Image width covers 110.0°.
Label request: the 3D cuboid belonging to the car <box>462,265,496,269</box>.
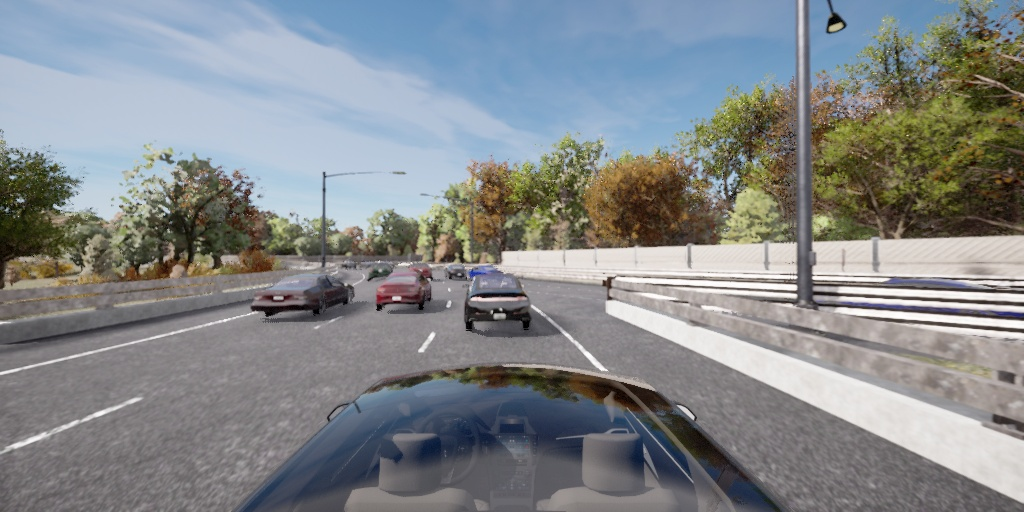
[{"bbox_3d":[-2.418,1.537,31.089,1.812,1.442,4.674,0,-1,-29],"label":"car"}]

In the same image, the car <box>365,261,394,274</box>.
[{"bbox_3d":[-12.669,1.401,34.681,2.097,1.767,4.553,0,-1,-18],"label":"car"}]

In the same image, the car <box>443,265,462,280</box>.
[{"bbox_3d":[-5.623,1.578,35.715,1.812,1.442,4.674,0,-1,-18],"label":"car"}]

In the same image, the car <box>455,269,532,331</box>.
[{"bbox_3d":[-0.552,1.329,11.460,2.128,1.511,4.902,0,0,-6],"label":"car"}]

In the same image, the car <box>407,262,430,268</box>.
[{"bbox_3d":[-8.946,1.397,34.549,2.097,1.767,4.553,0,-1,-17],"label":"car"}]

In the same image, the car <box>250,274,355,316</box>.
[{"bbox_3d":[-7.804,1.411,13.958,2.033,1.411,5.357,0,0,-7],"label":"car"}]

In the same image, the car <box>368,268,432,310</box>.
[{"bbox_3d":[-4.525,1.399,15.359,1.812,1.442,4.674,0,-1,-8],"label":"car"}]

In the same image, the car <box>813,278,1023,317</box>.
[{"bbox_3d":[12.041,1.392,11.020,1.812,1.442,4.674,0,-2,-43],"label":"car"}]
